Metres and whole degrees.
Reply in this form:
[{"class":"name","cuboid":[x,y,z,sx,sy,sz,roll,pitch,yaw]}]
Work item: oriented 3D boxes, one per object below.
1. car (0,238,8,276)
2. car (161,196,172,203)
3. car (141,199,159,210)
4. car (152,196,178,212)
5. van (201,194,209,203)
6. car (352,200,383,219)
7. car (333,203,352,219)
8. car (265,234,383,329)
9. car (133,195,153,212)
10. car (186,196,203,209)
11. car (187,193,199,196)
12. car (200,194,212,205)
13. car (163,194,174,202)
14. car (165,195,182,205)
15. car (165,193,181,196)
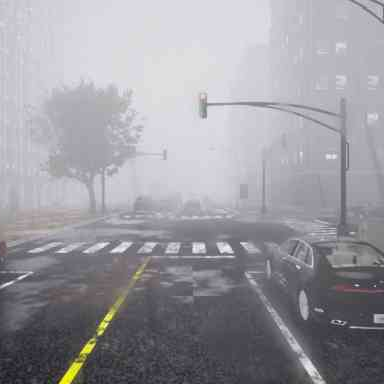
[{"class":"car","cuboid":[-5.679,1.545,6.889,1.887,1.381,4.507,0,0,0]},{"class":"car","cuboid":[-5.543,1.627,72.415,1.947,1.339,4.313,0,0,0]},{"class":"car","cuboid":[-5.601,1.592,44.800,1.947,1.339,4.313,0,0,0]},{"class":"car","cuboid":[-3.023,1.568,38.564,2.033,1.411,5.357,0,0,0]},{"class":"van","cuboid":[2.837,1.402,72.397,1.690,1.788,3.998,0,0,0]},{"class":"car","cuboid":[14.737,1.330,23.657,5.357,1.411,2.033,-1,0,3]},{"class":"car","cuboid":[13.478,1.350,26.255,4.403,1.369,2.008,-1,1,0]},{"class":"car","cuboid":[2.701,1.551,6.872,2.008,1.369,4.403,0,0,0]},{"class":"car","cuboid":[-5.613,1.336,39.277,2.192,1.841,5.009,0,0,0]},{"class":"car","cuboid":[0.160,1.627,44.857,1.895,1.301,4.718,0,0,1]},{"class":"car","cuboid":[0.208,1.283,70.805,2.150,2.045,5.566,0,0,0]},{"class":"car","cuboid":[2.815,1.611,61.351,1.947,1.339,4.313,0,0,0]},{"class":"car","cuboid":[-5.532,1.386,77.937,2.192,1.841,5.009,0,0,0]},{"class":"car","cuboid":[-3.000,1.578,49.017,2.033,1.411,5.357,0,0,0]},{"class":"car","cuboid":[-2.930,1.264,59.660,2.150,2.045,5.566,0,0,3]}]
